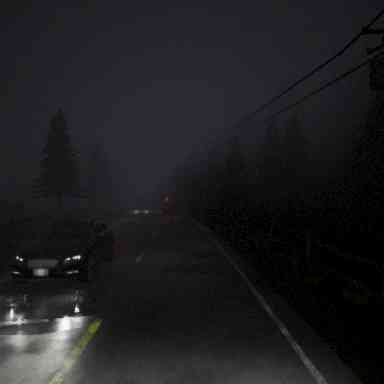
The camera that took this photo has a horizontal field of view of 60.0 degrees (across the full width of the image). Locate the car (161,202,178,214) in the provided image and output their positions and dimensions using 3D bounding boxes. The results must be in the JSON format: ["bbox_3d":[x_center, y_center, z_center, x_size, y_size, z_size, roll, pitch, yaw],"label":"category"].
[{"bbox_3d":[-2.775,1.920,40.895,2.128,1.511,4.902,0,-1,-8],"label":"car"}]

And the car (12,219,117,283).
[{"bbox_3d":[-3.554,1.601,10.070,2.128,1.511,4.902,0,-1,-2],"label":"car"}]

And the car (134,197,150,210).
[{"bbox_3d":[-8.035,1.782,53.085,2.150,2.045,5.566,0,-1,-9],"label":"car"}]
